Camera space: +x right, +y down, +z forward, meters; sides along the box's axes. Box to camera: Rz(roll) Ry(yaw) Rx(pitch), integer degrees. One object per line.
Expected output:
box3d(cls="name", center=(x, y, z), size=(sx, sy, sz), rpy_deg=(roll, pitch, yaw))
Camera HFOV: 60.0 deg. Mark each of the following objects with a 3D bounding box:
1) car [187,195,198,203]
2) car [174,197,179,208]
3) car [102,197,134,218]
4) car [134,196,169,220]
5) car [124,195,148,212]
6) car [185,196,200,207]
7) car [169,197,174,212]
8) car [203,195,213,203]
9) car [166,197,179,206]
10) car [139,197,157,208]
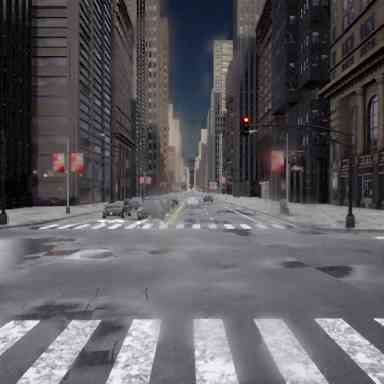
box3d(cls="car", center=(0.103, 1.467, 69.814), size=(2.033, 1.411, 5.357), rpy_deg=(0, 0, 0))
box3d(cls="car", center=(-3.337, 1.530, 46.482), size=(1.994, 1.385, 4.181), rpy_deg=(0, 0, 0))
box3d(cls="car", center=(-6.599, 1.487, 29.576), size=(1.837, 1.490, 4.892), rpy_deg=(0, 0, 0))
box3d(cls="car", center=(-3.289, 1.336, 27.675), size=(2.097, 1.767, 4.553), rpy_deg=(0, 0, -2))
box3d(cls="car", center=(-6.595, 1.325, 39.730), size=(2.097, 1.767, 4.553), rpy_deg=(0, 0, 0))
box3d(cls="car", center=(0.102, 1.487, 50.360), size=(1.812, 1.442, 4.674), rpy_deg=(0, 0, 0))
box3d(cls="car", center=(-3.350, 1.502, 36.459), size=(1.812, 1.442, 4.674), rpy_deg=(0, 0, 0))
box3d(cls="car", center=(3.353, 1.424, 69.902), size=(1.837, 1.490, 4.892), rpy_deg=(0, 0, 0))
box3d(cls="car", center=(-3.311, 1.551, 56.499), size=(1.895, 1.301, 4.718), rpy_deg=(0, 0, 0))
box3d(cls="car", center=(-6.586, 1.509, 50.027), size=(2.033, 1.411, 5.357), rpy_deg=(0, 0, 0))
